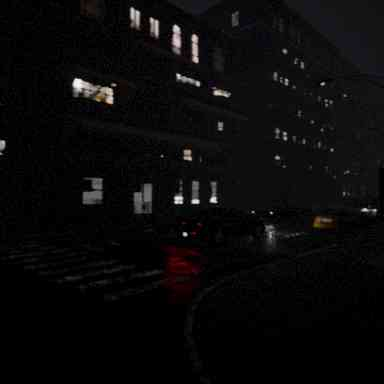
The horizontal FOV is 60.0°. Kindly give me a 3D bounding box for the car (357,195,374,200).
[{"bbox_3d":[22.854,1.309,41.317,2.033,1.411,5.357,-1,0,44],"label":"car"}]

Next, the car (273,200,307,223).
[{"bbox_3d":[6.303,1.474,24.386,1.895,1.301,4.718,-1,0,44],"label":"car"}]

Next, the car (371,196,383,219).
[{"bbox_3d":[15.898,1.238,25.939,1.967,1.590,4.097,1,1,44],"label":"car"}]

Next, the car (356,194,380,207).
[{"bbox_3d":[25.281,1.189,47.643,1.967,1.590,4.097,1,1,44],"label":"car"}]

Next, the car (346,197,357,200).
[{"bbox_3d":[21.422,1.321,43.668,1.887,1.381,4.507,1,1,44],"label":"car"}]

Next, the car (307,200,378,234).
[{"bbox_3d":[8.298,1.373,18.110,1.752,1.417,4.829,1,1,44],"label":"car"}]

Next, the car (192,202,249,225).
[{"bbox_3d":[2.129,1.487,23.787,1.802,1.307,4.206,1,1,44],"label":"car"}]

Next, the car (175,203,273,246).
[{"bbox_3d":[1.391,1.401,14.874,1.837,1.490,4.892,-1,0,44],"label":"car"}]
